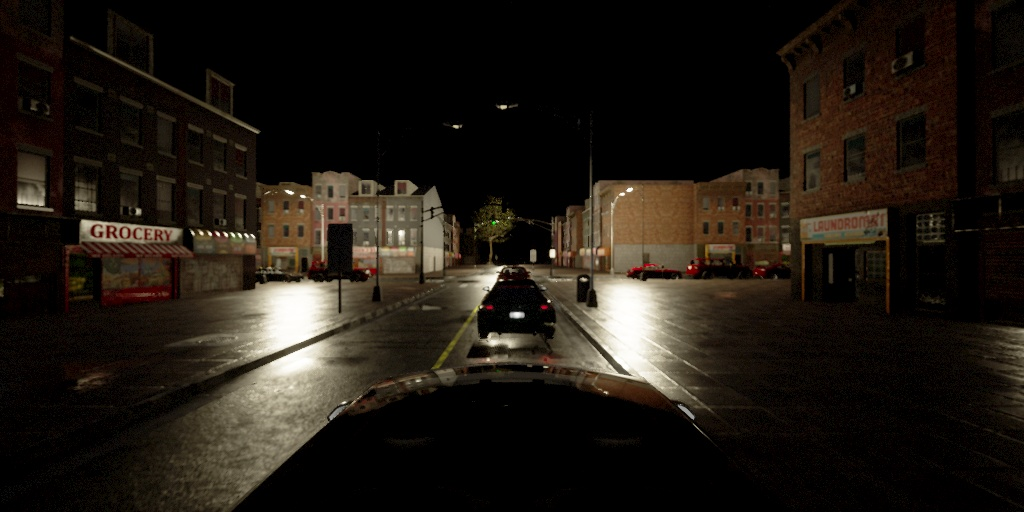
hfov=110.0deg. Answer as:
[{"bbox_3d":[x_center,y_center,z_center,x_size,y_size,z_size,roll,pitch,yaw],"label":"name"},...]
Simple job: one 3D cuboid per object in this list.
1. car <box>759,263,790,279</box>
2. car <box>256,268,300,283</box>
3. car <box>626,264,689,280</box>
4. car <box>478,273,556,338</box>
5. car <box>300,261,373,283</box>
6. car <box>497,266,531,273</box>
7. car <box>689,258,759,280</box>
[{"bbox_3d":[22.819,1.306,30.220,4.507,1.381,1.888,0,0,0],"label":"car"},{"bbox_3d":[-19.882,1.635,30.148,4.313,1.339,1.948,0,0,0],"label":"car"},{"bbox_3d":[11.952,1.380,30.202,4.507,1.381,1.888,0,0,0],"label":"car"},{"bbox_3d":[0.103,1.367,10.446,1.994,1.385,4.181,0,0,0],"label":"car"},{"bbox_3d":[-14.456,1.343,30.157,5.009,1.841,2.192,0,0,0],"label":"car"},{"bbox_3d":[0.103,1.352,21.537,1.882,1.535,5.008,0,0,0],"label":"car"},{"bbox_3d":[17.386,1.112,30.211,5.009,1.841,2.192,0,0,0],"label":"car"}]
